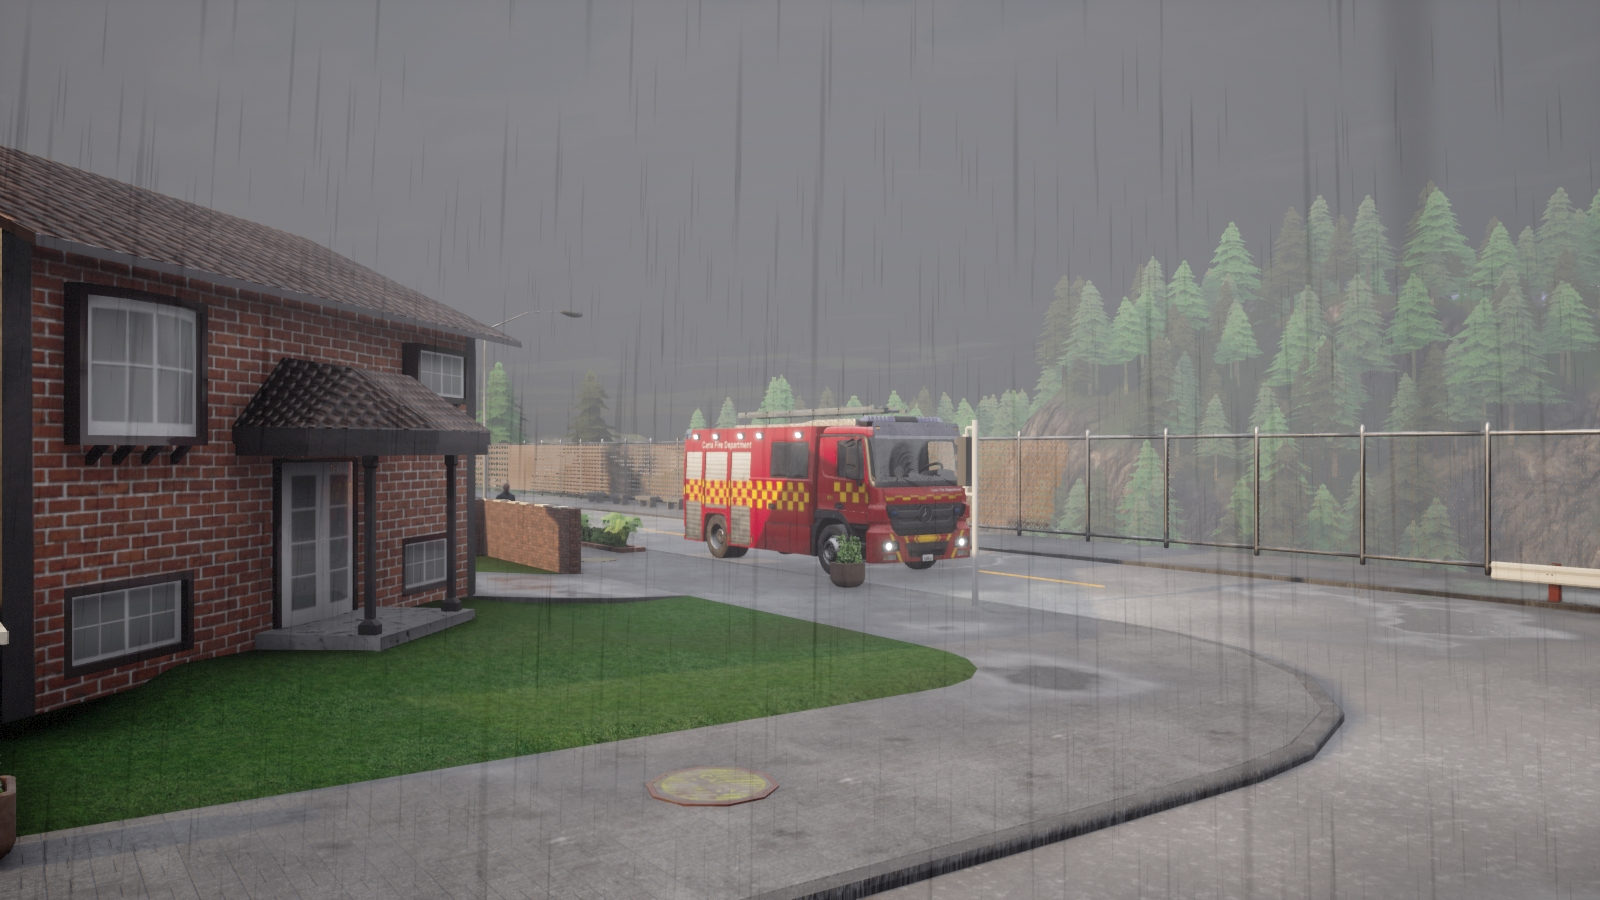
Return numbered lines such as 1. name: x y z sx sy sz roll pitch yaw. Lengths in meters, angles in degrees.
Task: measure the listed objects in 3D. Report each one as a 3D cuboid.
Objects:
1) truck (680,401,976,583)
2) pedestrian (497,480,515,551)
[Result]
1. truck: 0.353 0.890 28.322 2.891 3.827 8.468 0 0 -35
2. pedestrian: -7.843 1.745 30.472 0.375 1.860 0.375 0 0 -36
